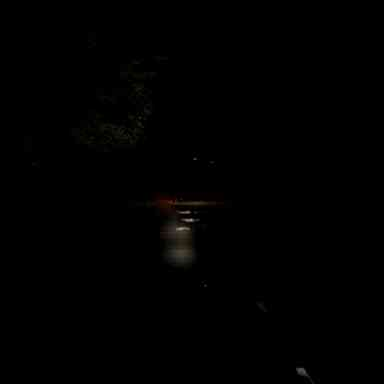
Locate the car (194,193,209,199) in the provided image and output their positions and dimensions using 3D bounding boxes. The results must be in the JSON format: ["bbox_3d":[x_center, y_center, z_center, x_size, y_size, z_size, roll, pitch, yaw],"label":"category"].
[{"bbox_3d":[2.263,0.925,76.610,2.033,1.411,5.357,0,1,21],"label":"car"}]
